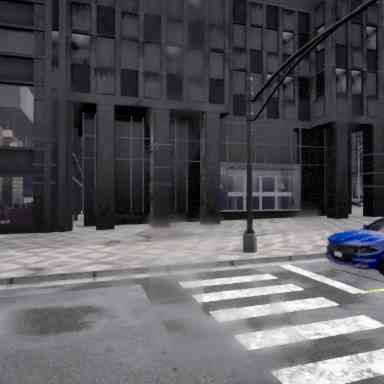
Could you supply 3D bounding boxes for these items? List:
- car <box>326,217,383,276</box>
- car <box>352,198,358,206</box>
[{"bbox_3d":[6.312,1.365,9.643,5.008,1.535,1.882,-1,0,-17],"label":"car"},{"bbox_3d":[20.110,1.333,46.205,1.895,1.301,4.718,0,-1,-17],"label":"car"}]
